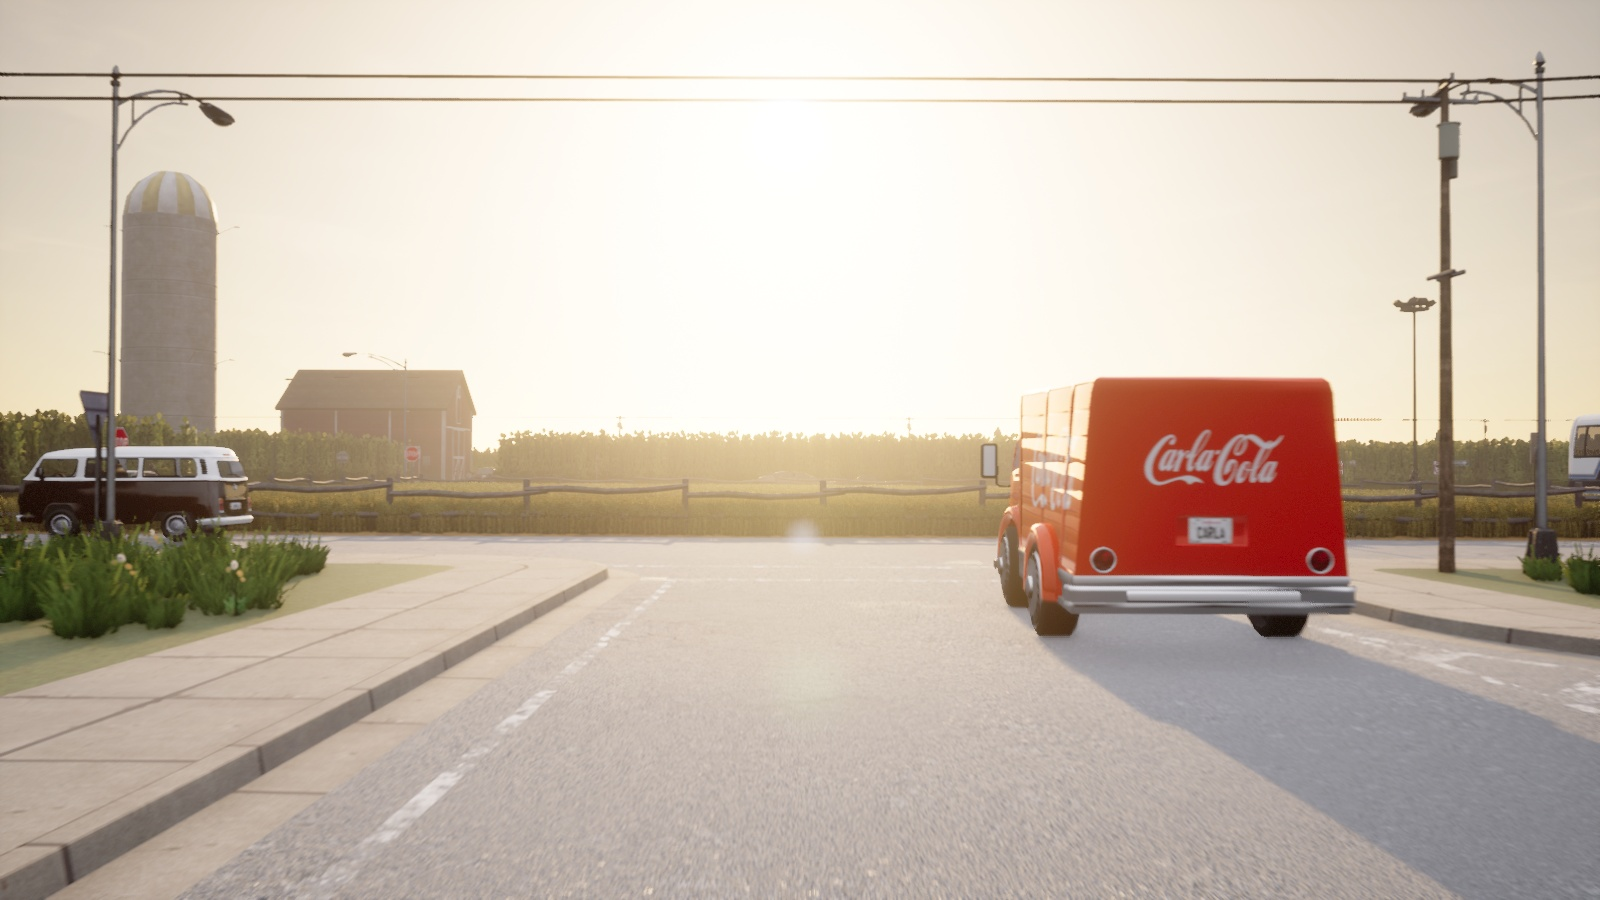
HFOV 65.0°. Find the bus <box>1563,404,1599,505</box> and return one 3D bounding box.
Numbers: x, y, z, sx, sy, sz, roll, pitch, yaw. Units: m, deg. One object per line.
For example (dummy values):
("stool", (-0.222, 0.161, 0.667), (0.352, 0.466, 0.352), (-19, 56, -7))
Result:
("bus", (35.808, 0.136, 50.248), (3.944, 4.253, 10.273), (0, -1, -3))

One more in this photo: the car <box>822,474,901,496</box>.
("car", (3.697, 2.124, 76.238), (4.718, 1.301, 1.895), (0, -1, 1))

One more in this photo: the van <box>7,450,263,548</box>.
("van", (-14.408, 1.054, 27.396), (4.480, 2.038, 2.069), (0, -1, 1))

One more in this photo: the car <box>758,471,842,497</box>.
("car", (0.030, 1.966, 73.210), (4.792, 1.488, 2.163), (0, -1, 1))

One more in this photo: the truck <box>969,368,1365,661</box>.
("truck", (3.463, 0.549, 13.244), (2.627, 2.467, 5.204), (0, 0, 0))
